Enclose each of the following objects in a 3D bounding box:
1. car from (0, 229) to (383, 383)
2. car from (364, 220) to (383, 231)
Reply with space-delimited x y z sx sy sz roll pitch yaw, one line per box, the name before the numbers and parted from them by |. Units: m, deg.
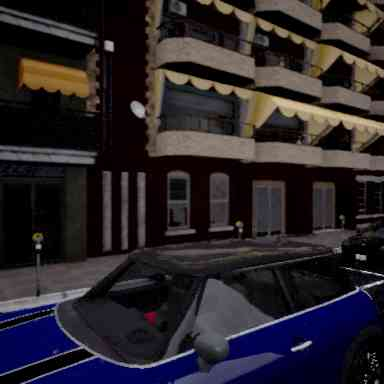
car | -0.085 1.367 3.318 4.553 1.767 2.097 1 0 -36
car | 6.994 1.670 11.559 4.313 1.339 1.947 1 -1 -36
